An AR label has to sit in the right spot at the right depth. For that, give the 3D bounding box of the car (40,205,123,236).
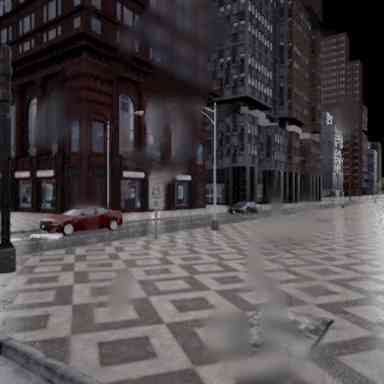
[{"bbox_3d":[-6.330,1.557,19.493,1.882,1.535,5.008,0,0,36],"label":"car"}]

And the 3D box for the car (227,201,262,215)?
[{"bbox_3d":[5.888,1.723,36.677,2.033,1.411,5.357,0,0,35],"label":"car"}]
